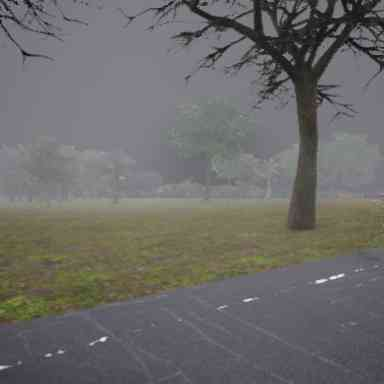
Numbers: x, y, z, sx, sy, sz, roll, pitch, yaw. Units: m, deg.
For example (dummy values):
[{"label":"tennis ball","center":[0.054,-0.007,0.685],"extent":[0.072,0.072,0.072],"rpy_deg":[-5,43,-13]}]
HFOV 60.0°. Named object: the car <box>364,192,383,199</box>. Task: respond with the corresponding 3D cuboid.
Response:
[{"label":"car","center":[34.294,0.689,61.346],"extent":[2.128,1.511,4.902],"rpy_deg":[2,-2,-35]}]
